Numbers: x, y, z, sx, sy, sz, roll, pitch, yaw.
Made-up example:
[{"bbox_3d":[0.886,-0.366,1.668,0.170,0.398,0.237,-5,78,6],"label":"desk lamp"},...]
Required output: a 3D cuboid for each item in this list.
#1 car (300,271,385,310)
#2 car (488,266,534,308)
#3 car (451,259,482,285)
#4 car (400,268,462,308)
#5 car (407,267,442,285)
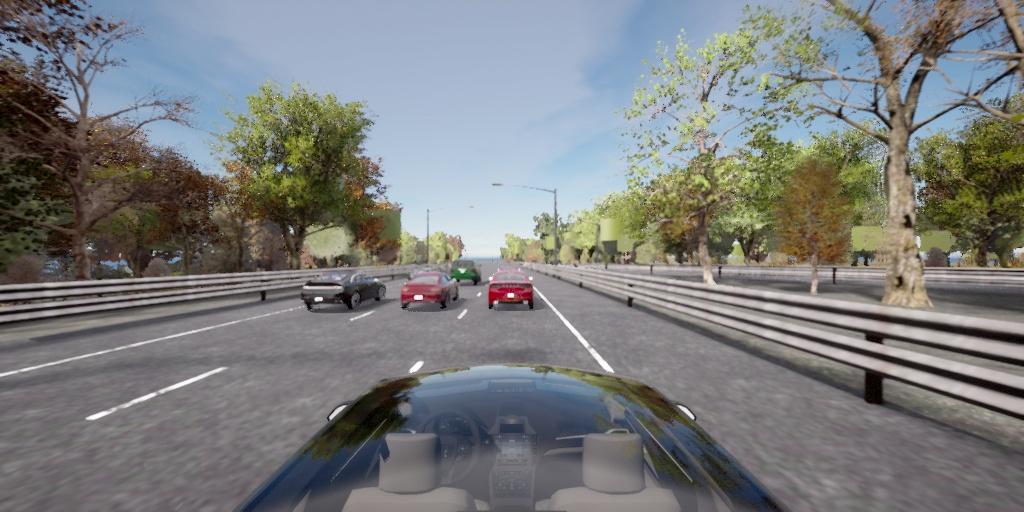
[{"bbox_3d":[-7.047,1.389,15.478,2.128,1.511,4.902,0,0,0],"label":"car"},{"bbox_3d":[-0.050,1.381,16.277,1.882,1.535,5.008,0,0,0],"label":"car"},{"bbox_3d":[-3.754,1.276,29.618,2.150,2.045,5.566,0,0,-1],"label":"car"},{"bbox_3d":[-3.550,1.425,15.896,1.812,1.442,4.674,0,0,0],"label":"car"},{"bbox_3d":[-7.261,1.660,30.234,1.895,1.301,4.718,0,-1,-1],"label":"car"}]
